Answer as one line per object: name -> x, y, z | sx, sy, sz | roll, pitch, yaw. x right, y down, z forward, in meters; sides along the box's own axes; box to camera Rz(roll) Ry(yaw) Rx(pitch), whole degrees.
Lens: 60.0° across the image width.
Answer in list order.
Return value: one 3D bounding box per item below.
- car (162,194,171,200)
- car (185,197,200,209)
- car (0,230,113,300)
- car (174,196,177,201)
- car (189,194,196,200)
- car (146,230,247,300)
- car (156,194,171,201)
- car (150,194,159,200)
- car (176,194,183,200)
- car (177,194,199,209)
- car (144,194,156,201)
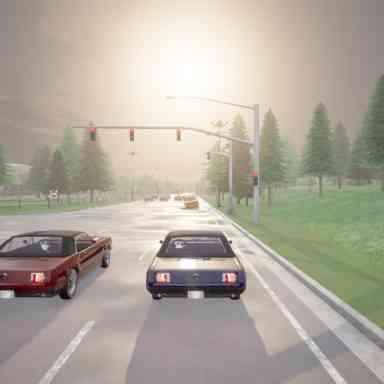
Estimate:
car -> -6.824, 1.372, 91.058 | 2.033, 1.411, 5.357 | 0, 0, 0
car -> 0.096, 1.591, 50.001 | 2.033, 1.411, 5.357 | 0, 2, 0
car -> -3.405, 1.601, 8.360 | 1.895, 1.301, 4.718 | 0, 0, 0
car -> -3.343, 1.545, 81.047 | 1.994, 1.385, 4.181 | 0, 0, 0
car -> 0.176, 1.372, 91.044 | 2.033, 1.411, 5.357 | 0, 0, 0
car -> 0.095, 1.601, 8.336 | 1.895, 1.301, 4.718 | 0, 0, 0
car -> -6.844, 1.531, 80.638 | 2.033, 1.411, 5.357 | 0, 0, 0
car -> -10.324, 1.332, 91.064 | 1.837, 1.490, 4.892 | 0, 0, 0
car -> -3.324, 1.357, 91.051 | 1.812, 1.442, 4.674 | 0, 0, 0
car -> -0.365, 1.054, 46.619 | 1.882, 1.535, 5.008 | -10, 17, -8
car -> -10.344, 1.531, 80.644 | 2.033, 1.411, 5.357 | 0, 0, 0
